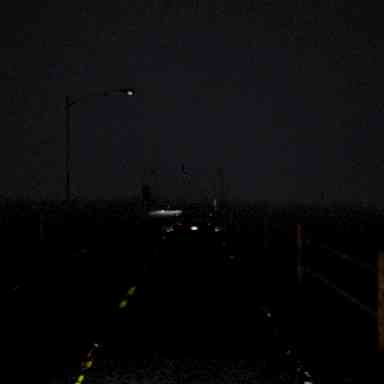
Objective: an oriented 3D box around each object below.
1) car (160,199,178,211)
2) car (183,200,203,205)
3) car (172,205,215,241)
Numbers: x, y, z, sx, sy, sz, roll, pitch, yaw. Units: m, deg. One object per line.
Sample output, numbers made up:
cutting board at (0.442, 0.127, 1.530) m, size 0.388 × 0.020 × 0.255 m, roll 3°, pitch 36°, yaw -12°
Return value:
car at (-2.748, 1.597, 41.353) m, size 1.994 × 1.385 × 4.181 m, roll 0°, pitch 0°, yaw 0°
car at (0.103, 1.498, 32.735) m, size 1.882 × 1.535 × 5.008 m, roll 0°, pitch 0°, yaw 0°
car at (0.102, 1.573, 16.677) m, size 1.994 × 1.385 × 4.181 m, roll 0°, pitch 0°, yaw 0°
